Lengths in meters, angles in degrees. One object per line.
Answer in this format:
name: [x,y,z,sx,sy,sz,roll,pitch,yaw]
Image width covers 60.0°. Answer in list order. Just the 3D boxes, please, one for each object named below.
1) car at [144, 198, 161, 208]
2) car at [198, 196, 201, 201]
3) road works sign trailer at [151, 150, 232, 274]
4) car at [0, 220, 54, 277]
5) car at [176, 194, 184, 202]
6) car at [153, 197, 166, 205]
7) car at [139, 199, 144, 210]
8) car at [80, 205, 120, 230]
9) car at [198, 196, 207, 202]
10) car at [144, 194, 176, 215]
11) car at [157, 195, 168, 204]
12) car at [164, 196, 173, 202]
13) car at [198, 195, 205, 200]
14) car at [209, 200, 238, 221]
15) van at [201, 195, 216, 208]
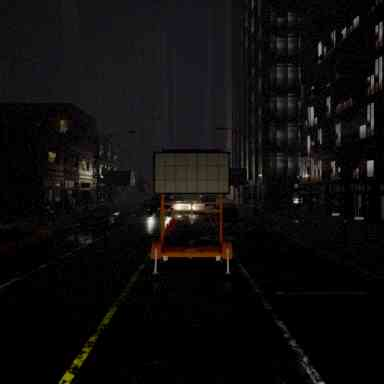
car: [-5.727,1.560,48.616,1.887,1.381,4.507,0,0,0]
car: [2.642,1.555,65.367,1.752,1.417,4.829,0,0,0]
road works sign trailer: [-0.007,0.465,10.545,2.380,3.560,2.880,0,0,0]
car: [-5.699,1.526,9.776,1.752,1.417,4.829,0,0,0]
car: [-3.051,1.260,74.950,2.150,2.045,5.566,0,0,0]
car: [-5.734,1.591,59.664,1.947,1.339,4.313,0,0,0]
car: [-5.723,1.562,43.092,2.008,1.369,4.403,0,0,0]
car: [-5.707,1.553,20.996,2.008,1.369,4.403,0,0,0]
car: [2.630,1.596,81.771,2.008,1.369,4.403,0,0,0]
car: [-3.125,1.228,33.658,2.150,2.045,5.566,0,0,0]
car: [-5.739,1.470,65.188,1.967,1.590,4.097,0,0,0]
car: [-5.750,1.627,81.761,1.802,1.307,4.206,0,0,0]
car: [2.622,1.582,92.988,1.752,1.417,4.829,0,0,0]
car: [2.669,1.555,26.528,2.008,1.369,4.403,0,0,0]
van: [2.652,1.357,48.625,1.690,1.788,3.998,0,0,0]
